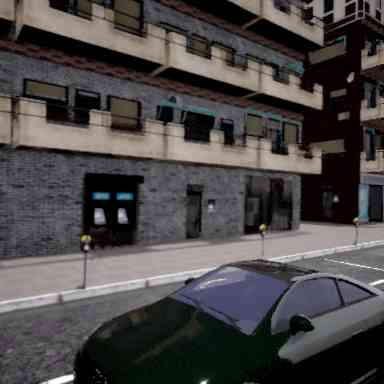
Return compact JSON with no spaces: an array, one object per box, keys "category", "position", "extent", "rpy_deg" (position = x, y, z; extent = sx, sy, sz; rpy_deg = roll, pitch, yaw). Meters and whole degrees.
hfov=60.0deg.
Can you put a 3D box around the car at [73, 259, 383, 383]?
[{"category":"car","position":[0.820,1.583,3.963],"extent":[4.181,1.385,1.994],"rpy_deg":[0,0,-35]}]
